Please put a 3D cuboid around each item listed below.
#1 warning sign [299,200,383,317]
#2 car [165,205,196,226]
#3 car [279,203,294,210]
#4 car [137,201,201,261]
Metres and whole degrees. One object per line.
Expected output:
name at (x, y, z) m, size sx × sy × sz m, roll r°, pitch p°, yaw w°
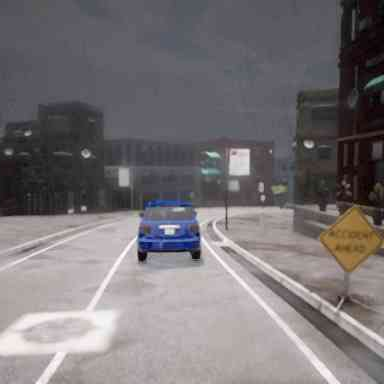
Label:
warning sign at (2.902, 1.159, 6.144) m, size 1.300 × 1.860 × 1.060 m, roll 4°, pitch 3°, yaw -6°
car at (-0.846, 1.891, 28.105) m, size 1.812 × 1.442 × 4.674 m, roll 0°, pitch -1°, yaw 8°
car at (19.184, 2.838, 65.899) m, size 4.181 × 1.385 × 1.994 m, roll 2°, pitch 2°, yaw -34°
car at (-0.920, 1.369, 13.099) m, size 2.150 × 2.045 × 5.566 m, roll 0°, pitch -1°, yaw -5°
